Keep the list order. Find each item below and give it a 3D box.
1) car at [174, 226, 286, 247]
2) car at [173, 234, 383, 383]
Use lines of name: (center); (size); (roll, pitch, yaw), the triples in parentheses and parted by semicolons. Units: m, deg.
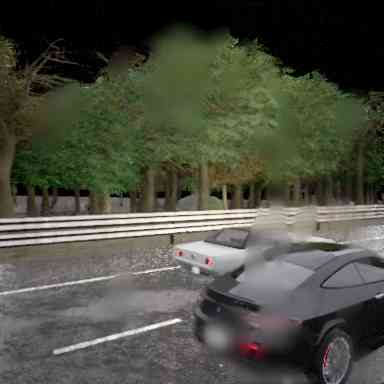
car: (1.923, 1.605, 9.288); (4.718, 1.301, 1.895); (0, 0, -34)
car: (2.174, 1.529, 5.204); (4.674, 1.442, 1.812); (0, 0, -35)
